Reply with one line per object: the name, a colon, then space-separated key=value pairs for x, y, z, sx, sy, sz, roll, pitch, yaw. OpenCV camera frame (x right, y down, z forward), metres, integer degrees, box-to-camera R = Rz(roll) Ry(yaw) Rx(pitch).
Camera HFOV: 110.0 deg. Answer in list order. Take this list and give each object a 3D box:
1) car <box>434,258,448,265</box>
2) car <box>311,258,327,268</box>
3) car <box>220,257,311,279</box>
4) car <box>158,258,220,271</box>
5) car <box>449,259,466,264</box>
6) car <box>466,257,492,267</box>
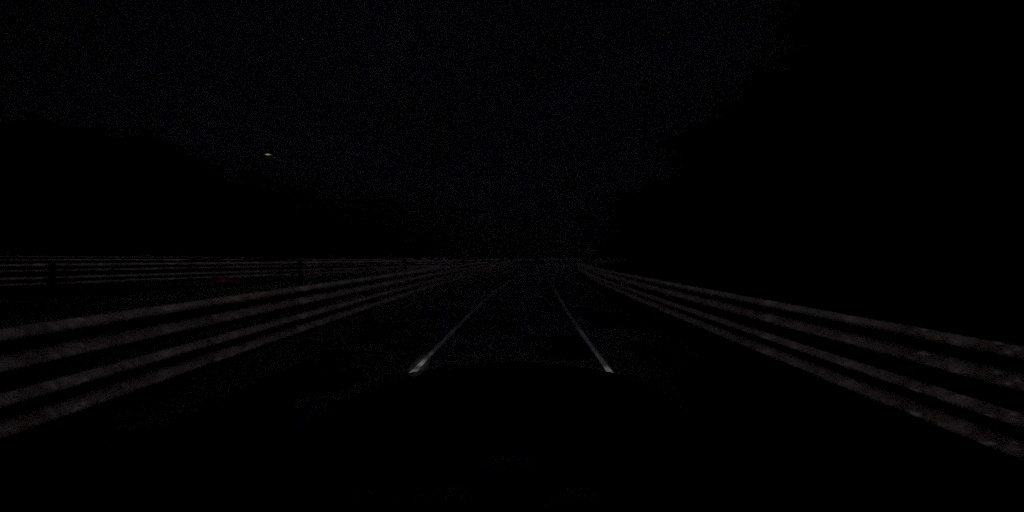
car: x=-11.327 y=1.073 z=60.737 sx=1.812 sy=1.442 sz=4.674 roll=1 pitch=0 yaw=23
car: x=-21.493 y=0.832 z=36.872 sx=2.128 sy=1.511 sz=4.902 roll=1 pitch=0 yaw=23
car: x=-18.181 y=0.838 z=26.772 sx=1.882 sy=1.535 sz=5.008 roll=1 pitch=0 yaw=23
car: x=-22.190 y=0.845 z=26.300 sx=2.033 sy=1.411 sz=5.357 roll=1 pitch=0 yaw=23
car: x=-8.099 y=1.205 z=59.392 sx=1.895 sy=1.301 sz=4.718 roll=1 pitch=0 yaw=23
car: x=-4.887 y=1.000 z=57.998 sx=2.097 sy=1.767 sz=4.553 roll=1 pitch=0 yaw=23
